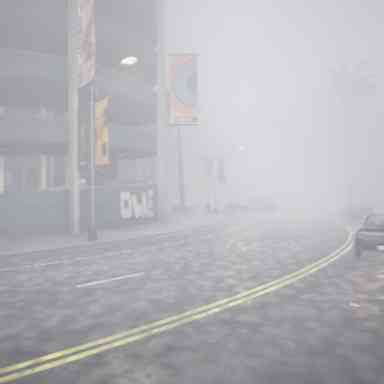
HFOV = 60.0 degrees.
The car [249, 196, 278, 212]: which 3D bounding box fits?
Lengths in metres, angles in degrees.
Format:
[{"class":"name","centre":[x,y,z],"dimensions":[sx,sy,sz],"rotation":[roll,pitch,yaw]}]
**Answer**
[{"class":"car","centre":[9.456,1.613,44.895],"dimensions":[2.150,2.045,5.566],"rotation":[0,-1,-14]}]

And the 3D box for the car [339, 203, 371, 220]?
[{"class":"car","centre":[13.552,1.651,27.437],"dimensions":[2.128,1.511,4.902],"rotation":[-1,-1,12]}]

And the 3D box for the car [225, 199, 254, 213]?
[{"class":"car","centre":[5.990,2.024,44.290],"dimensions":[1.895,1.301,4.718],"rotation":[0,-1,-15]}]

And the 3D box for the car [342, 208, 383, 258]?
[{"class":"car","centre":[7.360,1.554,12.457],"dimensions":[2.128,1.511,4.902],"rotation":[-1,-1,35]}]
